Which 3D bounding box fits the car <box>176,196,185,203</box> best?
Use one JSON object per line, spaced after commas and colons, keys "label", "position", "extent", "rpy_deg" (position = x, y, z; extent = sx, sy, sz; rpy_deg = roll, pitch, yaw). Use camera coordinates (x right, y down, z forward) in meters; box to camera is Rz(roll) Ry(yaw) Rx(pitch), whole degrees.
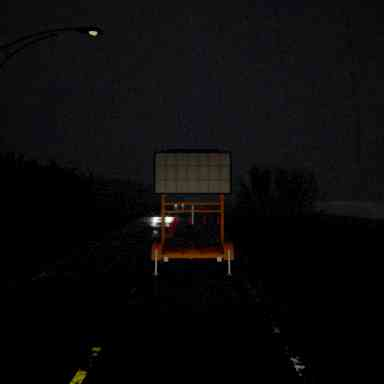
{"label": "car", "position": [-2.603, 1.675, 71.121], "extent": [1.812, 1.442, 4.674], "rpy_deg": [0, 0, 0]}

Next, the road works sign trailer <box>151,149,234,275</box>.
{"label": "road works sign trailer", "position": [0.022, 0.471, 10.427], "extent": [2.380, 3.560, 2.880], "rpy_deg": [0, 0, 0]}

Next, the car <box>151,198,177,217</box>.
{"label": "car", "position": [-2.785, 1.602, 32.068], "extent": [1.994, 1.385, 4.181], "rpy_deg": [0, 0, 0]}
